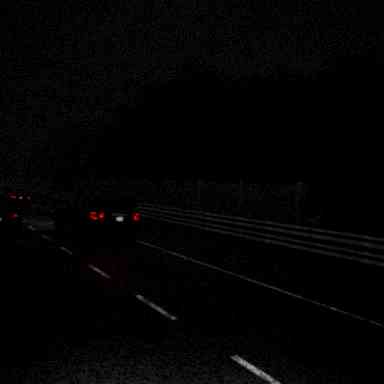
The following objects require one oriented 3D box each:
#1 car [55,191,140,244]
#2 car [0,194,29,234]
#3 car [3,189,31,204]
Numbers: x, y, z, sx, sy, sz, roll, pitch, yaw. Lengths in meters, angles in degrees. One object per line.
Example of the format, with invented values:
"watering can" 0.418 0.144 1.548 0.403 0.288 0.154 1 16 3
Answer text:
"car" -4.288 0.995 14.647 2.150 2.045 5.566 5 0 -36
"car" -8.942 0.982 14.897 1.994 1.385 4.181 5 0 -36
"car" -16.709 0.443 31.655 2.033 1.411 5.357 5 0 -36
